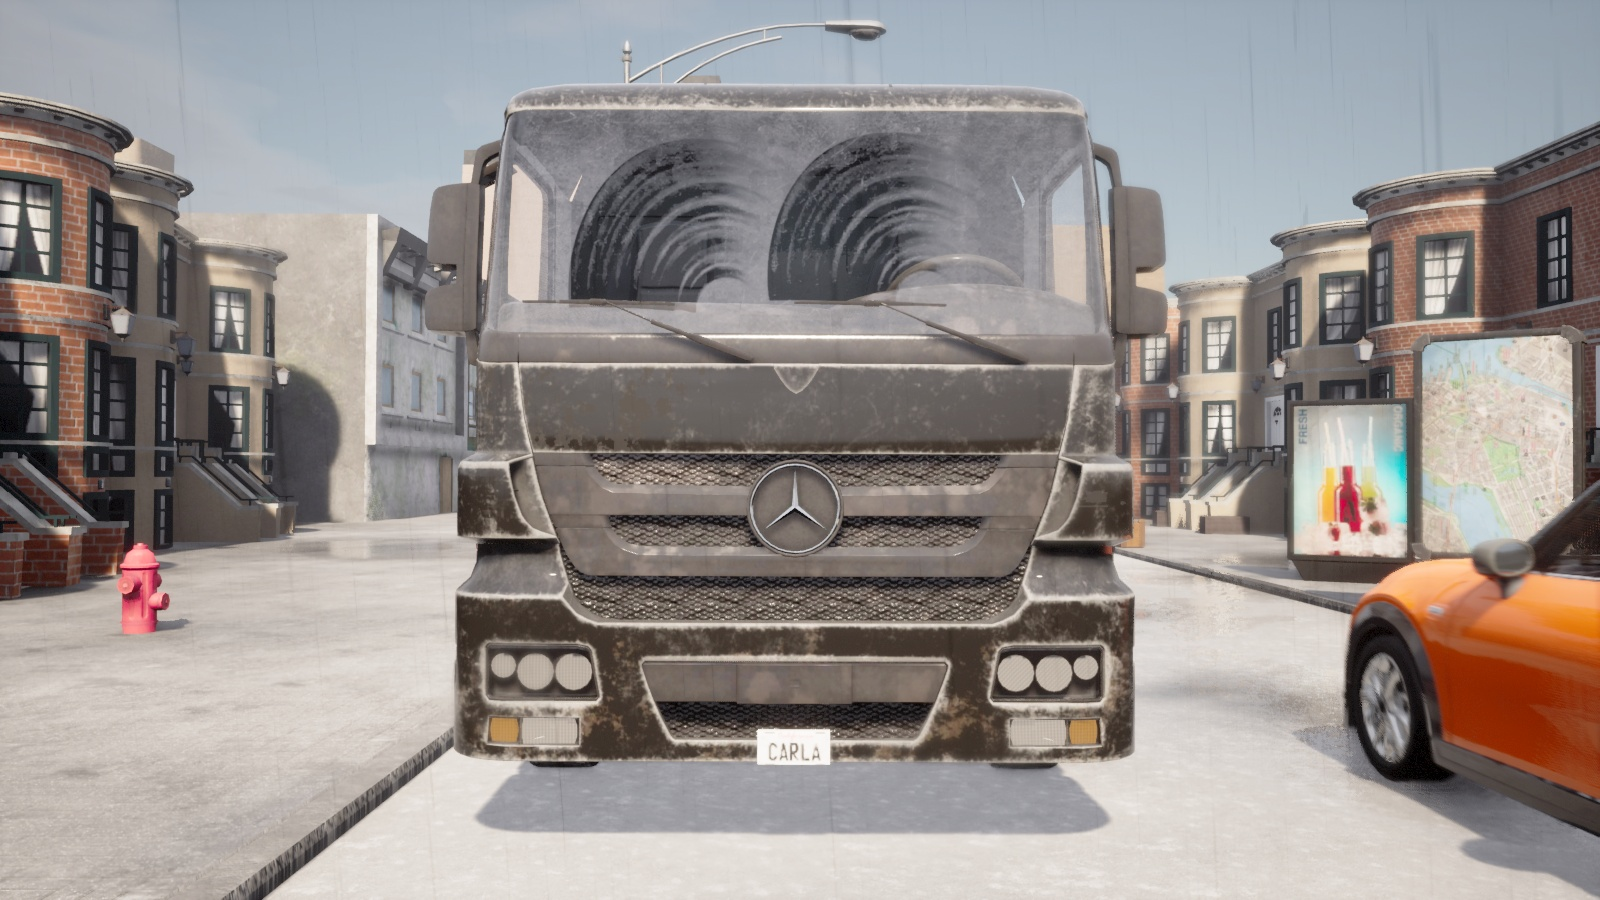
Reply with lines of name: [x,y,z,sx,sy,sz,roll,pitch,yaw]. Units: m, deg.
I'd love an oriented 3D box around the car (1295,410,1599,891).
car: [3.986,0.743,5.134,2.097,1.767,4.553,0,-1,0]

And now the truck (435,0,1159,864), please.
truck: [-0.027,-0.016,9.012,2.891,3.462,7.936,0,-1,0]
